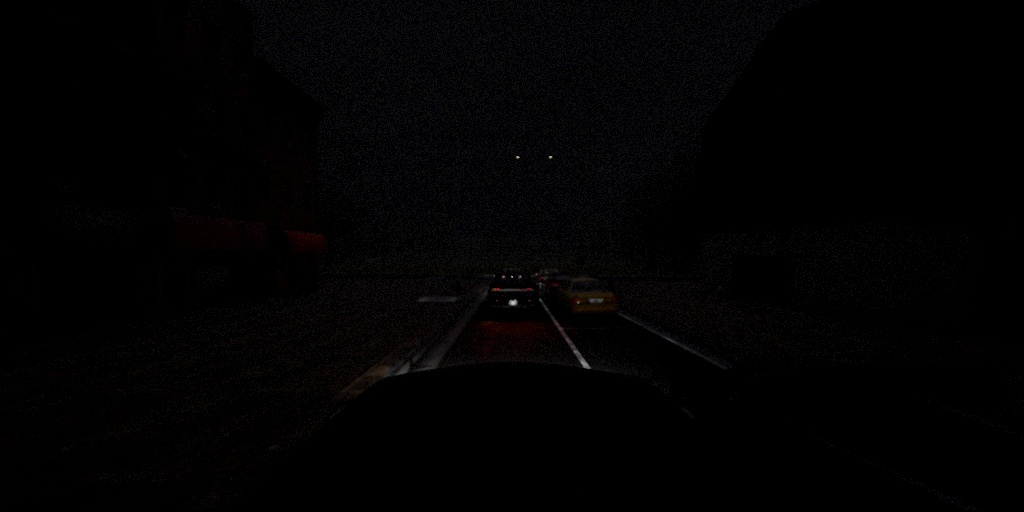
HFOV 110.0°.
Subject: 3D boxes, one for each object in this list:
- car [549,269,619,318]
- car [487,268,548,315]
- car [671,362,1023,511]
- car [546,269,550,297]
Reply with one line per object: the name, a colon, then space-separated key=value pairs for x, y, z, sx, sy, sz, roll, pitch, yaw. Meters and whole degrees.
car: x=2.633 y=1.375 z=13.453 sx=1.751 sy=1.417 sz=4.829 roll=0 pitch=0 yaw=0
car: x=0.042 y=1.348 z=14.178 sx=2.128 sy=1.511 sz=4.902 roll=0 pitch=0 yaw=0
car: x=2.637 y=1.321 z=2.219 sx=1.948 sy=1.339 sz=4.313 roll=0 pitch=0 yaw=0
car: x=2.630 y=1.479 z=18.816 sx=1.802 sy=1.307 sz=4.207 roll=0 pitch=0 yaw=0
